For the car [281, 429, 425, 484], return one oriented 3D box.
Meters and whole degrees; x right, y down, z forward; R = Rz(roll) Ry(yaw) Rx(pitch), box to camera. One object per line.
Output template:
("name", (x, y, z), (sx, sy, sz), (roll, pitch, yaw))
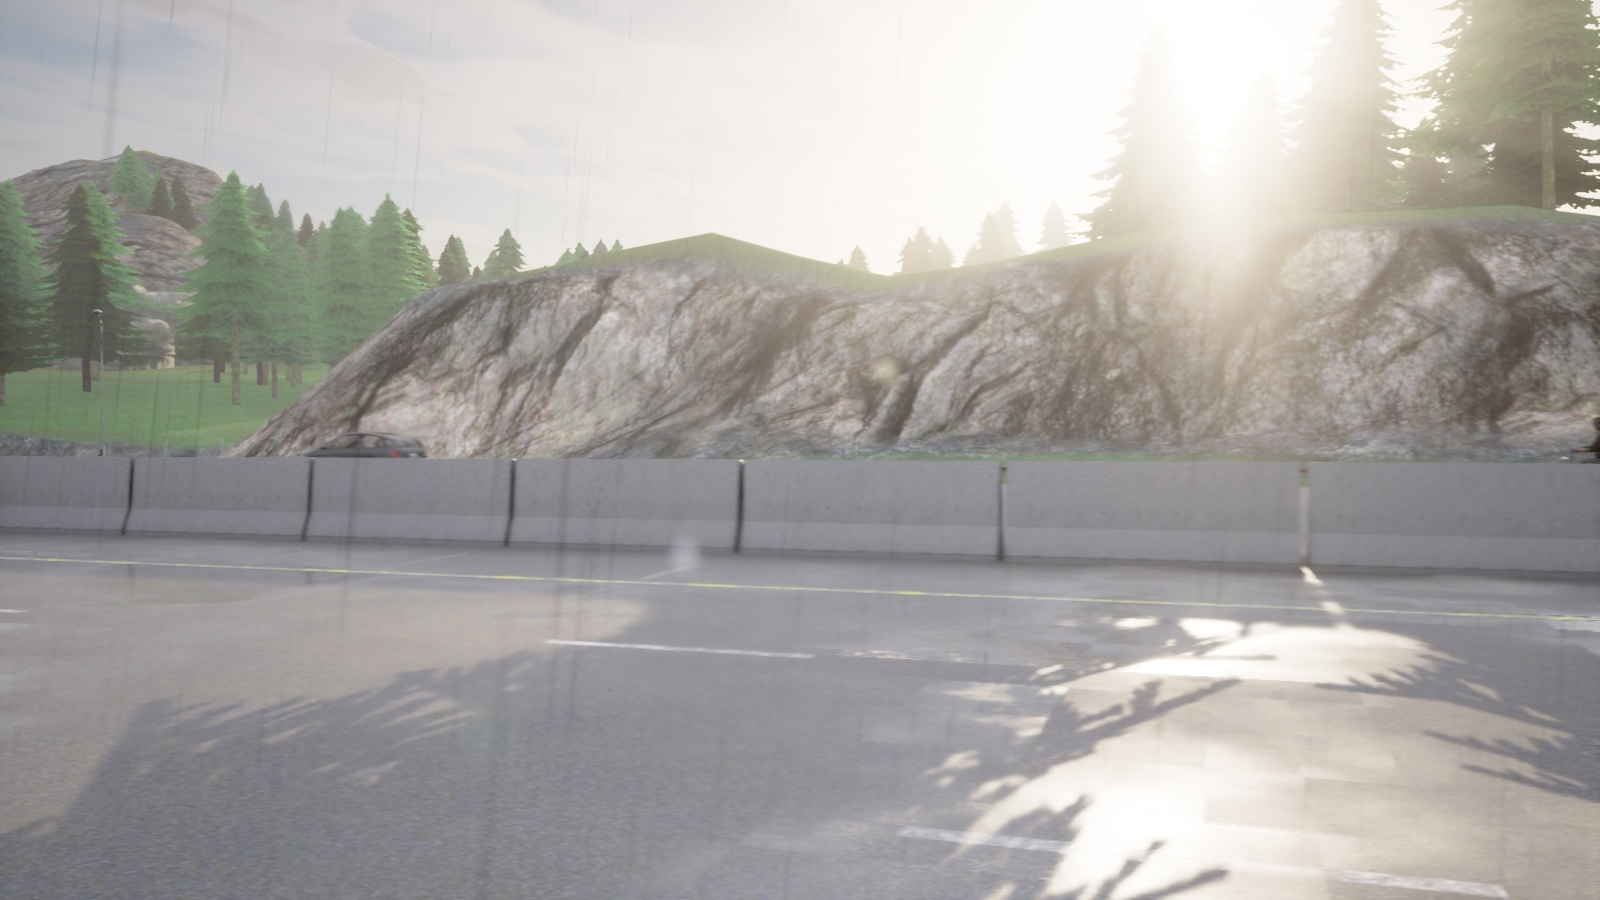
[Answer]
("car", (-13.208, 0.160, 37.176), (3.705, 1.549, 1.789), (1, 1, 19))
